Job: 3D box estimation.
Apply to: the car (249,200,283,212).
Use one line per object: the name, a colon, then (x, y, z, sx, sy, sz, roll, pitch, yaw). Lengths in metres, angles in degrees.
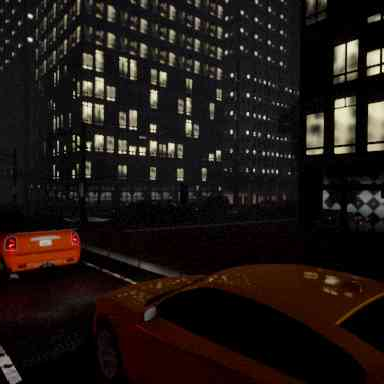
car: (9.792, 1.810, 43.837, 4.674, 1.442, 1.812, 1, 1, -39)

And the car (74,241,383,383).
car: (0.739, 1.476, 3.261, 1.882, 1.535, 5.008, 0, 0, -40)

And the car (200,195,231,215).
car: (1.902, 1.419, 37.434, 5.566, 2.045, 2.150, 1, 1, -39)

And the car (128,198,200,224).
car: (-2.168, 1.520, 26.691, 5.009, 1.841, 2.192, 1, 0, -39)

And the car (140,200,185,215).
car: (-3.208, 1.643, 36.643, 4.829, 1.417, 1.752, 1, 0, -39)

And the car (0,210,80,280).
car: (-5.188, 1.345, 10.313, 2.097, 1.767, 4.553, 0, 0, -40)

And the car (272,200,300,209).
car: (14.433, 1.876, 50.964, 4.313, 1.339, 1.947, 1, 0, -39)

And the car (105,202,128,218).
car: (-5.781, 1.638, 31.216, 4.674, 1.442, 1.812, 1, 1, -38)

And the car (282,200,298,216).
car: (10.965, 1.932, 37.356, 4.206, 1.307, 1.802, 1, 0, -39)

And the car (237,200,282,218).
car: (6.719, 1.829, 33.908, 4.829, 1.417, 1.752, 1, 0, -39)
